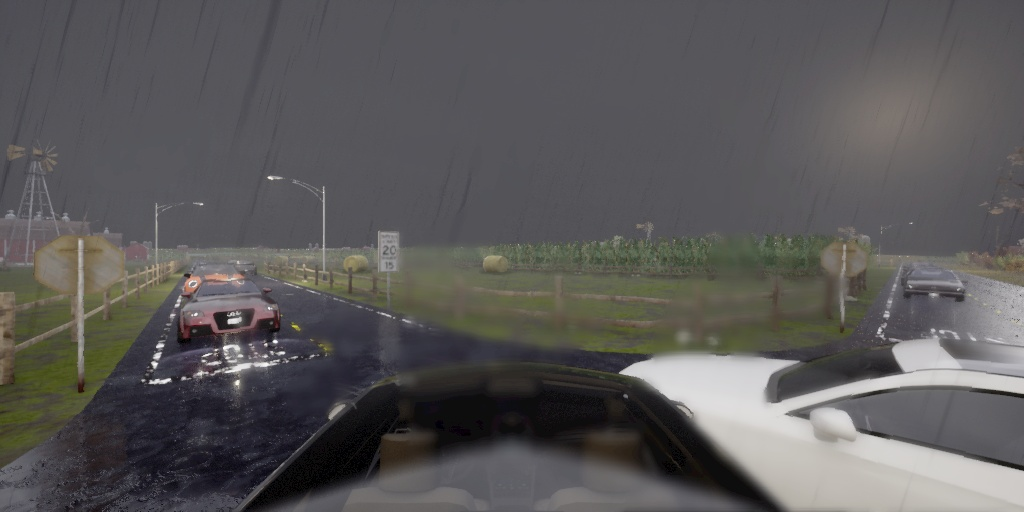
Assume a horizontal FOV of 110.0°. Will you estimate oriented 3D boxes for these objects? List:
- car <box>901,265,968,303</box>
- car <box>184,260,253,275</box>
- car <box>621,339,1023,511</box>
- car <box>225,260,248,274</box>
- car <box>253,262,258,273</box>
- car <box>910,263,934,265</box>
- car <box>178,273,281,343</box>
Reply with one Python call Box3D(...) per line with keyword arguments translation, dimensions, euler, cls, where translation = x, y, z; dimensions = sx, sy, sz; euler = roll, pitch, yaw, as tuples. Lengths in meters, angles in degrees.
Box3D(translation=(20.387, 1.346, 17.398), dimensions=(5.357, 1.411, 2.033), euler=(0, 1, -42), cls="car")
Box3D(translation=(-13.578, 1.131, 16.467), dimensions=(2.097, 1.767, 4.553), euler=(0, 0, -41), cls="car")
Box3D(translation=(2.855, 1.293, 2.254), dimensions=(1.812, 1.442, 4.674), euler=(0, 1, -43), cls="car")
Box3D(translation=(-33.332, 1.278, 43.327), dimensions=(1.837, 1.490, 4.892), euler=(0, 0, -41), cls="car")
Box3D(translation=(-26.676, 1.262, 35.811), dimensions=(2.128, 1.511, 4.902), euler=(0, 0, -41), cls="car")
Box3D(translation=(27.400, 1.378, 23.779), dimensions=(4.181, 1.385, 1.994), euler=(0, 1, -42), cls="car")
Box3D(translation=(-7.858, 1.350, 9.934), dimensions=(1.994, 1.385, 4.181), euler=(0, 0, -42), cls="car")
